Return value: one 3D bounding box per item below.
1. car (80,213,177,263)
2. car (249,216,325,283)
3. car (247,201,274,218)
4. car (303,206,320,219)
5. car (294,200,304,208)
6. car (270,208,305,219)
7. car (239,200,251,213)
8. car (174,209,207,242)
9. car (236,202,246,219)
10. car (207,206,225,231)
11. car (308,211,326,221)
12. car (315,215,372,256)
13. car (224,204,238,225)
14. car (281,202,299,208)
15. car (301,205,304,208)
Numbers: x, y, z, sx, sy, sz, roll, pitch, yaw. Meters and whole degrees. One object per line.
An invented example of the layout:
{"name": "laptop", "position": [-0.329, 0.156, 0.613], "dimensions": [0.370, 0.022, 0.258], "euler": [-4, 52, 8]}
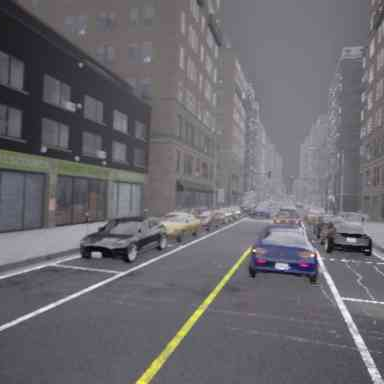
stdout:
{"name": "car", "position": [-2.294, 1.596, 12.278], "dimensions": [1.947, 1.339, 4.313], "euler": [2, -1, 16]}
{"name": "car", "position": [2.902, 1.744, 10.509], "dimensions": [1.812, 1.442, 4.674], "euler": [2, -1, 16]}
{"name": "car", "position": [7.711, 2.136, 37.144], "dimensions": [1.882, 1.535, 5.008], "euler": [2, -1, 17]}
{"name": "car", "position": [11.554, 2.278, 30.932], "dimensions": [1.752, 1.417, 4.829], "euler": [2, -1, 16]}
{"name": "car", "position": [26.647, 3.250, 82.231], "dimensions": [1.967, 1.590, 4.097], "euler": [2, -1, 16]}
{"name": "car", "position": [7.134, 2.124, 24.918], "dimensions": [1.895, 1.301, 4.718], "euler": [2, -1, 16]}
{"name": "car", "position": [6.879, 1.998, 43.431], "dimensions": [2.192, 1.841, 5.009], "euler": [2, -1, 16]}
{"name": "car", "position": [-0.813, 1.662, 17.307], "dimensions": [1.752, 1.417, 4.829], "euler": [2, -1, 16]}
{"name": "car", "position": [3.815, 2.018, 33.045], "dimensions": [2.008, 1.369, 4.403], "euler": [2, -1, 16]}
{"name": "car", "position": [0.760, 1.833, 22.661], "dimensions": [1.802, 1.307, 4.206], "euler": [2, -1, 16]}
{"name": "car", "position": [8.450, 2.098, 20.384], "dimensions": [1.947, 1.339, 4.313], "euler": [2, -1, 16]}
{"name": "car", "position": [6.923, 1.988, 15.192], "dimensions": [1.947, 1.339, 4.313], "euler": [2, -1, 16]}
{"name": "car", "position": [2.288, 1.911, 27.854], "dimensions": [2.008, 1.369, 4.403], "euler": [2, -1, 16]}
{"name": "car", "position": [11.034, 2.279, 38.495], "dimensions": [1.882, 1.535, 5.008], "euler": [2, -1, 16]}
{"name": "car", "position": [13.031, 2.439, 35.960], "dimensions": [1.802, 1.307, 4.206], "euler": [2, -1, 16]}
